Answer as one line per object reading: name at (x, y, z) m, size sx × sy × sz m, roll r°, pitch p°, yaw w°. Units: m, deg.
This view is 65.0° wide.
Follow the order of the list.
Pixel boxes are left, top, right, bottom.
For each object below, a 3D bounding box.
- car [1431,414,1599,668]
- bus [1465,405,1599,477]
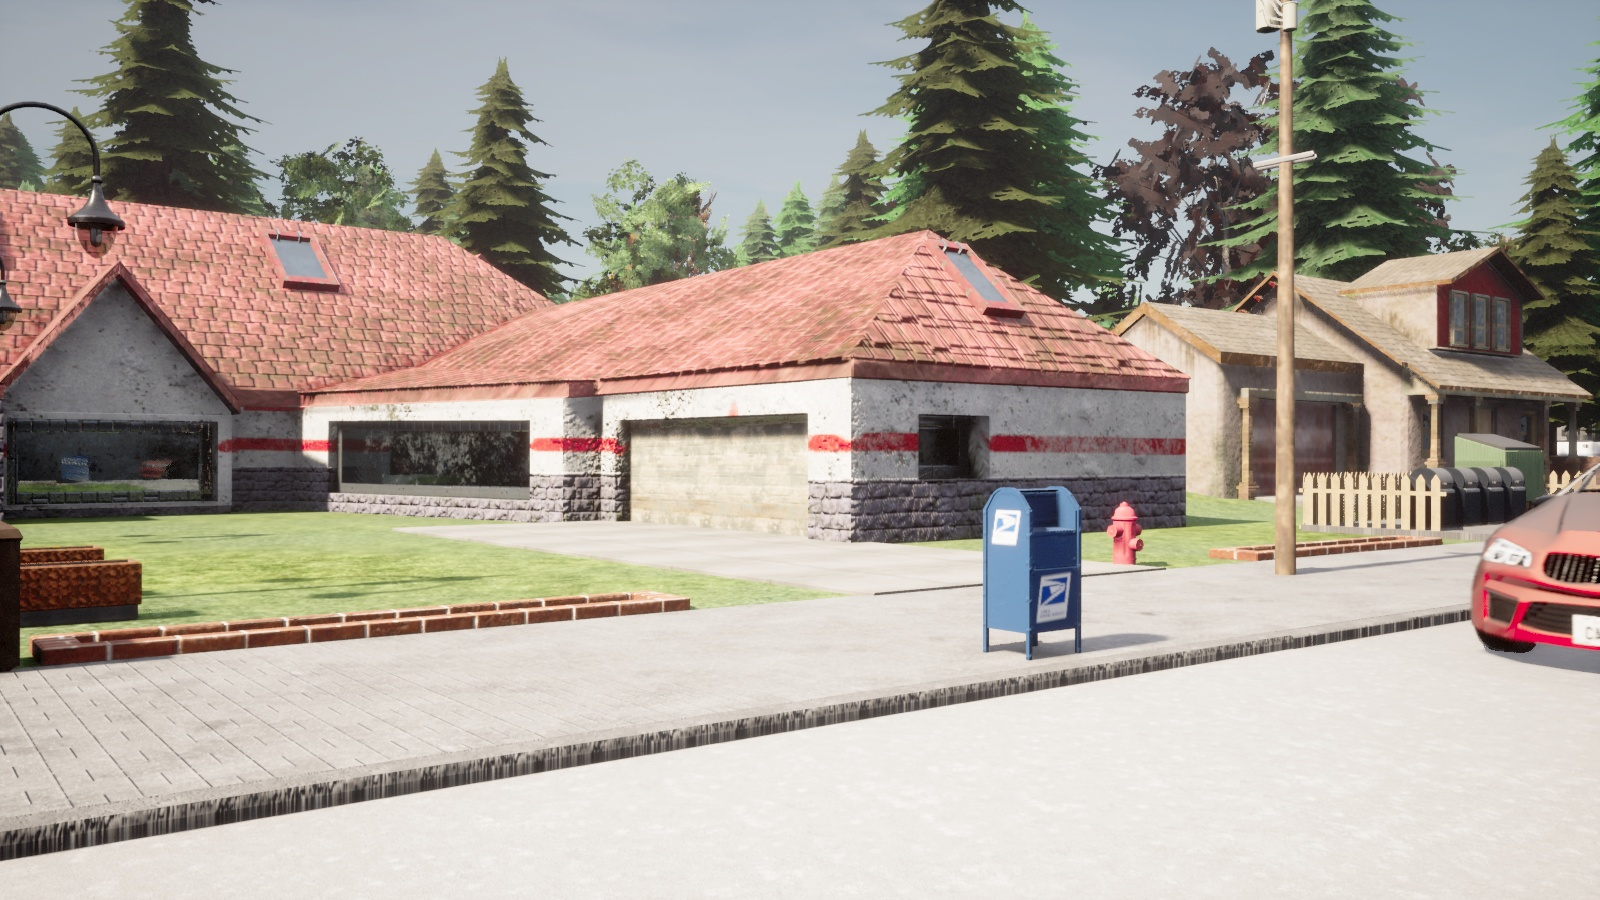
car at (7.101, 0.598, 9.628) m, size 4.611 × 1.667 × 2.242 m, roll 0°, pitch 0°, yaw -37°
bus at (47.497, -0.542, 77.922) m, size 3.944 × 4.253 × 10.273 m, roll 0°, pitch 0°, yaw -37°
